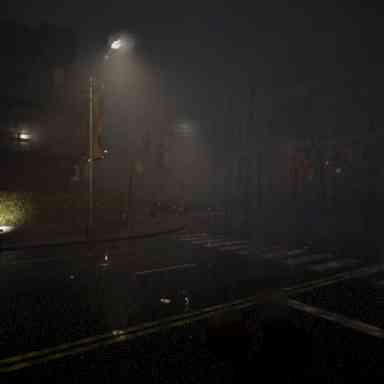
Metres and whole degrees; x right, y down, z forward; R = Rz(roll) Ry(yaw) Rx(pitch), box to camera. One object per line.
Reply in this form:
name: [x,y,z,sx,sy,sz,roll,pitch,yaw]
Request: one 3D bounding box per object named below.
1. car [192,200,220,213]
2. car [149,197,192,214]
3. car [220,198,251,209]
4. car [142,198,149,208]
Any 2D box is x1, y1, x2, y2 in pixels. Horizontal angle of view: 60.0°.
car: [0.711,1.564,36.697,1.994,1.385,4.181,0,0,-35]
car: [-2.373,1.526,35.002,1.812,1.442,4.674,0,0,-35]
car: [5.610,1.477,44.004,1.882,1.535,5.008,0,0,-35]
car: [-5.089,1.492,45.125,2.128,1.511,4.902,0,0,-34]
